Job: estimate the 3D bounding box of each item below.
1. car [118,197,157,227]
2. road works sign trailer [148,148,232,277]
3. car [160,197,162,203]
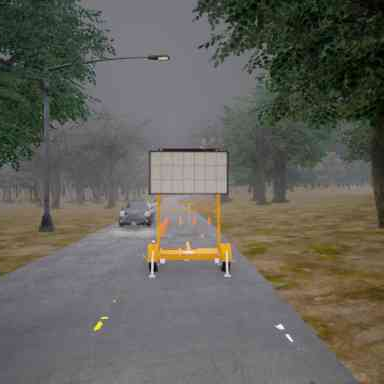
[{"bbox_3d":[-3.712,1.381,22.881,2.097,1.767,4.553,0,0,-3],"label":"car"},{"bbox_3d":[-0.099,0.474,10.234,2.380,3.560,2.880,0,0,-2],"label":"road works sign trailer"},{"bbox_3d":[-8.025,1.902,78.625,1.895,1.301,4.718,0,0,-5],"label":"car"}]
